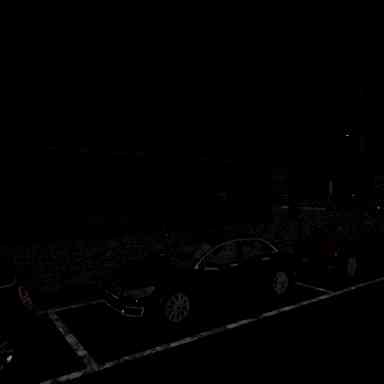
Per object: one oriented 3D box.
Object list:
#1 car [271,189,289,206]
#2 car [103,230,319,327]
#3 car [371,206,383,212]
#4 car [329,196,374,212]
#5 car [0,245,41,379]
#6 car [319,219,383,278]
[{"bbox_3d":[10.178,0.708,41.057,2.150,2.045,5.566,0,1,-35],"label":"car"},{"bbox_3d":[0.379,1.551,6.924,4.403,1.369,2.008,0,0,-36],"label":"car"},{"bbox_3d":[9.260,1.441,13.268,4.097,1.590,1.967,0,0,-36],"label":"car"},{"bbox_3d":[15.961,1.171,32.991,2.128,1.511,4.902,0,1,-36],"label":"car"},{"bbox_3d":[-4.061,1.440,3.752,4.097,1.590,1.967,0,0,-36],"label":"car"},{"bbox_3d":[4.820,1.545,10.096,4.507,1.381,1.887,0,0,-36],"label":"car"}]
